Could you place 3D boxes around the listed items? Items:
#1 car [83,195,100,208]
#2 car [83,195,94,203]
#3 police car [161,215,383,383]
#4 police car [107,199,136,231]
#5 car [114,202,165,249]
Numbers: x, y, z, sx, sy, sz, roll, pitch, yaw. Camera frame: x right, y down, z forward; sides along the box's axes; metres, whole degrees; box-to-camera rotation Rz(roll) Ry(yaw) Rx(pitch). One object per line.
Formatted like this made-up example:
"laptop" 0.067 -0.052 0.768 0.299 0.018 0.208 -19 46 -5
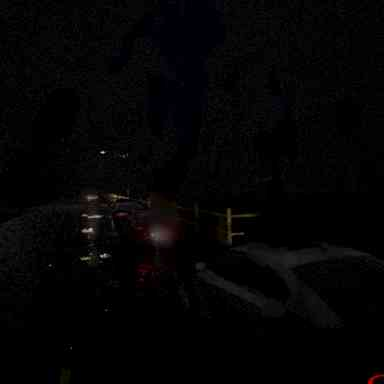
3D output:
"car" -13.260 1.218 44.177 2.128 1.511 4.902 -2 1 -18
"car" -19.205 1.220 61.505 1.895 1.301 4.718 -2 1 -19
"police car" 1.192 1.331 4.647 1.930 1.638 5.238 -2 1 -19
"police car" -3.953 1.256 19.810 1.930 1.638 5.238 -2 1 -19
"car" -1.985 1.386 14.020 1.812 1.442 4.674 -2 1 -19
